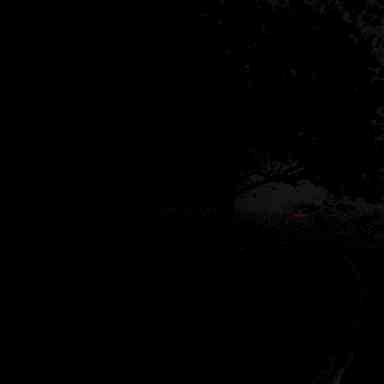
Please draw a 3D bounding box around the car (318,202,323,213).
[{"bbox_3d":[20.708,2.861,57.219,1.994,1.385,4.181,-1,-3,28],"label":"car"}]

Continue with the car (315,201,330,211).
[{"bbox_3d":[25.399,2.917,66.083,2.150,2.045,5.566,-1,-3,28],"label":"car"}]

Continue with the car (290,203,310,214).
[{"bbox_3d":[15.351,2.317,46.379,1.837,1.490,4.892,-1,-2,25],"label":"car"}]

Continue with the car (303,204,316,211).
[{"bbox_3d":[26.750,3.462,75.551,2.033,1.411,5.357,-1,-3,28],"label":"car"}]

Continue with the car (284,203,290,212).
[{"bbox_3d":[17.544,2.663,58.139,2.097,1.767,4.553,-1,-3,28],"label":"car"}]
